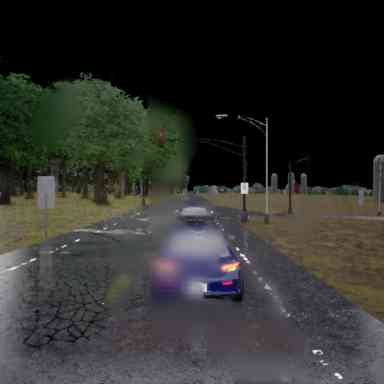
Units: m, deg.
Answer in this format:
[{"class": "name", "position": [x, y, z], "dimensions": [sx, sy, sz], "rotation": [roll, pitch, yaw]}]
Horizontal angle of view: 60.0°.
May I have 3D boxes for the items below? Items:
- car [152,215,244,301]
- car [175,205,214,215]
[{"class": "car", "position": [0.122, 1.516, 8.153], "dimensions": [1.812, 1.442, 4.674], "rotation": [0, 0, 0]}, {"class": "car", "position": [0.138, 1.432, 17.431], "dimensions": [1.882, 1.535, 5.008], "rotation": [0, 0, 0]}]
